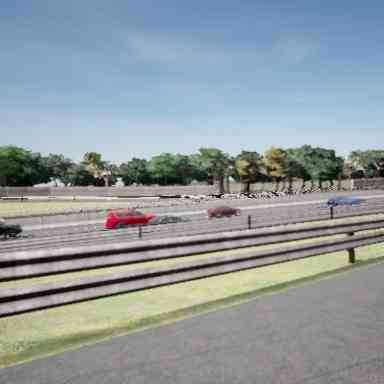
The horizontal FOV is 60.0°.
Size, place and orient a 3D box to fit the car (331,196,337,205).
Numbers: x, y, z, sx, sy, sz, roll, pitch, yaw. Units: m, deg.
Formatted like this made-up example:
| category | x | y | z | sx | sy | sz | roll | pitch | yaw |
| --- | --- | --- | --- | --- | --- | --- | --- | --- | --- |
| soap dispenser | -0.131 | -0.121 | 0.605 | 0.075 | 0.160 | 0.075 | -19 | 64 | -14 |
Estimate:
| category | x | y | z | sx | sy | sz | roll | pitch | yaw |
| --- | --- | --- | --- | --- | --- | --- | --- | --- | --- |
| car | 22.773 | 1.466 | 47.749 | 4.718 | 1.301 | 1.895 | -3 | 2 | -25 |

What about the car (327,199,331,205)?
| category | x | y | z | sx | sy | sz | roll | pitch | yaw |
| --- | --- | --- | --- | --- | --- | --- | --- | --- | --- |
| car | 23.096 | 1.306 | 51.752 | 4.181 | 1.385 | 1.994 | -3 | 2 | -25 |

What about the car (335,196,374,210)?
| category | x | y | z | sx | sy | sz | roll | pitch | yaw |
| --- | --- | --- | --- | --- | --- | --- | --- | --- | --- |
| car | 21.501 | 1.526 | 43.307 | 5.008 | 1.535 | 1.882 | -3 | 2 | -25 |

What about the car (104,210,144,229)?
| category | x | y | z | sx | sy | sz | roll | pitch | yaw |
| --- | --- | --- | --- | --- | --- | --- | --- | --- | --- |
| car | -6.220 | 2.847 | 34.366 | 5.566 | 2.045 | 2.150 | -4 | 2 | -25 |

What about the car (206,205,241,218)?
| category | x | y | z | sx | sy | sz | roll | pitch | yaw |
| --- | --- | --- | --- | --- | --- | --- | --- | --- | --- |
| car | 4.065 | 2.436 | 42.969 | 4.674 | 1.442 | 1.812 | -4 | 2 | -25 |

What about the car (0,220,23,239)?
| category | x | y | z | sx | sy | sz | roll | pitch | yaw |
| --- | --- | --- | --- | --- | --- | --- | --- | --- | --- |
| car | -19.469 | 3.526 | 32.106 | 5.566 | 2.045 | 2.150 | -4 | 2 | -25 |

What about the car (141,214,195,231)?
| category | x | y | z | sx | sy | sz | roll | pitch | yaw |
| --- | --- | --- | --- | --- | --- | --- | --- | --- | --- |
| car | -2.050 | 2.992 | 32.438 | 4.892 | 1.490 | 1.837 | -4 | 2 | -25 |
